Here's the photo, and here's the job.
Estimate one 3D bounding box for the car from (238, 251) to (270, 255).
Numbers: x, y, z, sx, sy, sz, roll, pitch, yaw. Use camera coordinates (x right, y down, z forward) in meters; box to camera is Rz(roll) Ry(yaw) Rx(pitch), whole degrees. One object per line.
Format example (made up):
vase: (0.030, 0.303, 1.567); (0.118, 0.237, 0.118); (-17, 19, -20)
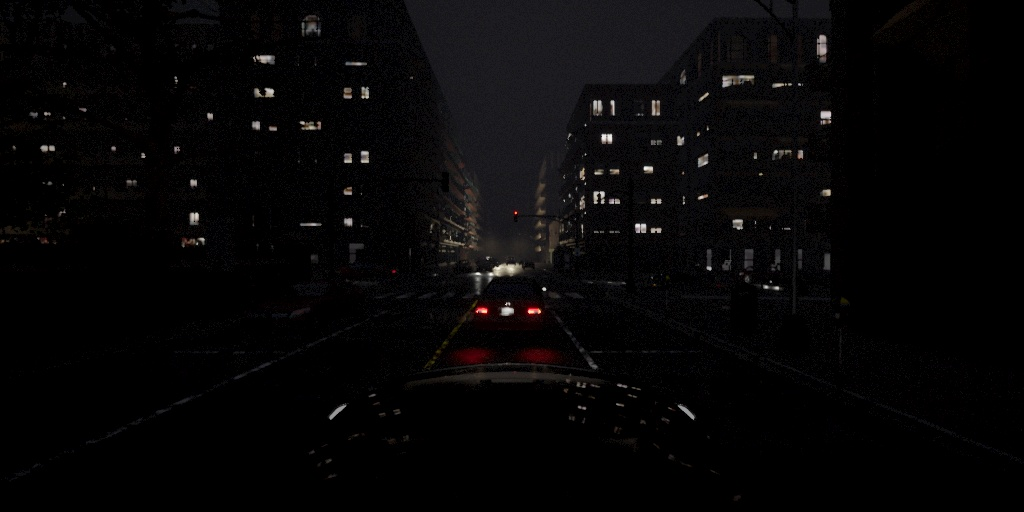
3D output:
car: (-17.618, 0.693, 25.043); (5.566, 2.045, 2.150); (1, 0, -1)

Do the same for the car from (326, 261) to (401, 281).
car: (-11.532, 1.131, 27.976); (5.357, 1.411, 2.033); (2, 0, -4)

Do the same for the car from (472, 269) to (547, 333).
car: (0.048, 1.296, 10.692); (2.033, 1.411, 5.357); (0, 0, 3)

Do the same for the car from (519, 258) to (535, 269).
car: (2.507, 1.297, 54.188); (2.007, 1.370, 4.403); (0, 0, 0)

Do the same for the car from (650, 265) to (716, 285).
car: (13.675, 1.501, 28.736); (4.902, 1.511, 2.128); (1, 0, -1)

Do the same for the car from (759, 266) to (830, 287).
car: (23.484, 1.730, 28.896); (5.357, 1.411, 2.033); (1, 0, -1)

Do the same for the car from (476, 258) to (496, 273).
car: (-3.247, 1.272, 43.252); (1.812, 1.442, 4.674); (0, 0, 0)

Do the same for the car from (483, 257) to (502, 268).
car: (-3.287, 1.099, 60.488); (2.097, 1.767, 4.553); (0, 0, 0)

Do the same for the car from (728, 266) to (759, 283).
car: (21.277, 1.570, 31.419); (4.097, 1.591, 1.967); (0, 0, -1)

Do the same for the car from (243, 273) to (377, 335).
car: (-5.717, 1.331, 10.475); (1.802, 1.307, 4.207); (0, 0, 0)

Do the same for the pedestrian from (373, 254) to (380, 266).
pedestrian: (-12.824, 0.651, 33.854); (0.375, 1.860, 0.375); (0, -1, -1)

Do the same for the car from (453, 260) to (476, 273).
car: (-5.833, 1.186, 42.886); (1.967, 1.591, 4.097); (0, 0, 0)
